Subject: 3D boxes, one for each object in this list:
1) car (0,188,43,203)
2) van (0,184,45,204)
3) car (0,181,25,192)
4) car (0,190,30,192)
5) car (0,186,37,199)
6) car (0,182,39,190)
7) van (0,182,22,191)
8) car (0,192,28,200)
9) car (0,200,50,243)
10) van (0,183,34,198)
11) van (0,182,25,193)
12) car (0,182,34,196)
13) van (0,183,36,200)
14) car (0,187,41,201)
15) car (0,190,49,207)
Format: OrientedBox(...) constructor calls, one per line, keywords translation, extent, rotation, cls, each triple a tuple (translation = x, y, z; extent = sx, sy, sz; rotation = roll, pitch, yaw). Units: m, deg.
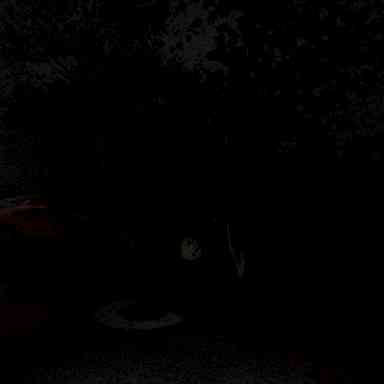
OrientedBox(translation=(-19.186, 0.369, 36.804), extent=(4.792, 1.488, 2.163), rotation=(1, 2, -30), cls="car")
OrientedBox(translation=(-17.723, 0.221, 34.440), extent=(4.442, 1.987, 1.878), rotation=(1, 2, -30), cls="van")
OrientedBox(translation=(-38.527, -1.153, 70.377), extent=(5.566, 2.045, 2.435), rotation=(1, 1, -30), cls="car")
OrientedBox(translation=(-12.419, 0.886, 24.587), extent=(5.366, 1.575, 1.946), rotation=(1, 2, -30), cls="car")
OrientedBox(translation=(-23.275, 0.061, 43.879), extent=(5.008, 1.535, 2.097), rotation=(1, 1, -30), cls="car")
OrientedBox(translation=(-14.981, 0.419, 29.487), extent=(5.566, 2.045, 2.435), rotation=(1, 2, -30), cls="car")
OrientedBox(translation=(-39.781, -1.213, 72.851), extent=(4.442, 1.987, 1.878), rotation=(1, 1, -30), cls="van")
OrientedBox(translation=(-8.155, 1.096, 17.598), extent=(4.553, 1.767, 2.185), rotation=(1, 2, -30), cls="car")
OrientedBox(translation=(-6.812, 1.332, 15.182), extent=(5.008, 1.535, 2.097), rotation=(1, 2, -30), cls="car")
OrientedBox(translation=(-24.551, -0.250, 46.330), extent=(4.442, 1.987, 1.878), rotation=(1, 1, -30), cls="van")
OrientedBox(translation=(-34.265, -0.864, 63.247), extent=(4.442, 1.987, 1.878), rotation=(1, 1, -30), cls="van")
OrientedBox(translation=(-27.433, -0.452, 51.060), extent=(5.566, 2.045, 2.435), rotation=(1, 1, -30), cls="car")
OrientedBox(translation=(-21.980, -0.076, 41.403), extent=(4.442, 1.987, 1.878), rotation=(1, 1, -30), cls="van")
OrientedBox(translation=(-20.499, 0.274, 39.091), extent=(4.792, 1.488, 2.163), rotation=(1, 1, -30), cls="car")
OrientedBox(translation=(-16.417, 0.587, 31.866), extent=(4.792, 1.488, 2.163), rotation=(1, 2, -30), cls="car")
